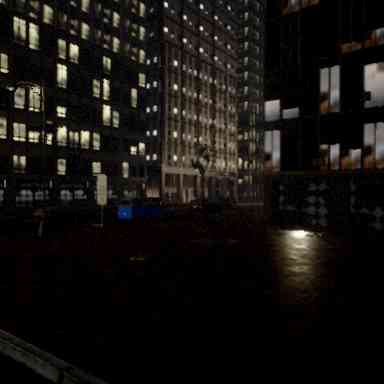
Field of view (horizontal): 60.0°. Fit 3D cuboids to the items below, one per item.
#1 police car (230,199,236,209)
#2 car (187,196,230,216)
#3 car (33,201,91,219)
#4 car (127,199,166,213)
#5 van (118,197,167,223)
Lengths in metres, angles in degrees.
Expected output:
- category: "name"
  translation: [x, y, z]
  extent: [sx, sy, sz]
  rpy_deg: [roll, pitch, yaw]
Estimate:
- category: "police car"
  translation: [3.754, 1.365, 43.095]
  extent: [1.930, 1.638, 5.238]
  rpy_deg: [0, 0, 38]
- category: "car"
  translation: [1.386, 1.399, 31.298]
  extent: [1.967, 1.590, 4.097]
  rpy_deg: [0, 0, 38]
- category: "car"
  translation: [-10.965, 1.432, 28.378]
  extent: [1.752, 1.417, 4.829]
  rpy_deg: [0, 0, 38]
- category: "car"
  translation: [-4.861, 1.497, 36.103]
  extent: [1.802, 1.307, 4.206]
  rpy_deg: [0, 0, 38]
- category: "van"
  translation: [-3.573, 1.294, 24.667]
  extent: [1.690, 1.788, 3.998]
  rpy_deg: [0, 0, 38]
